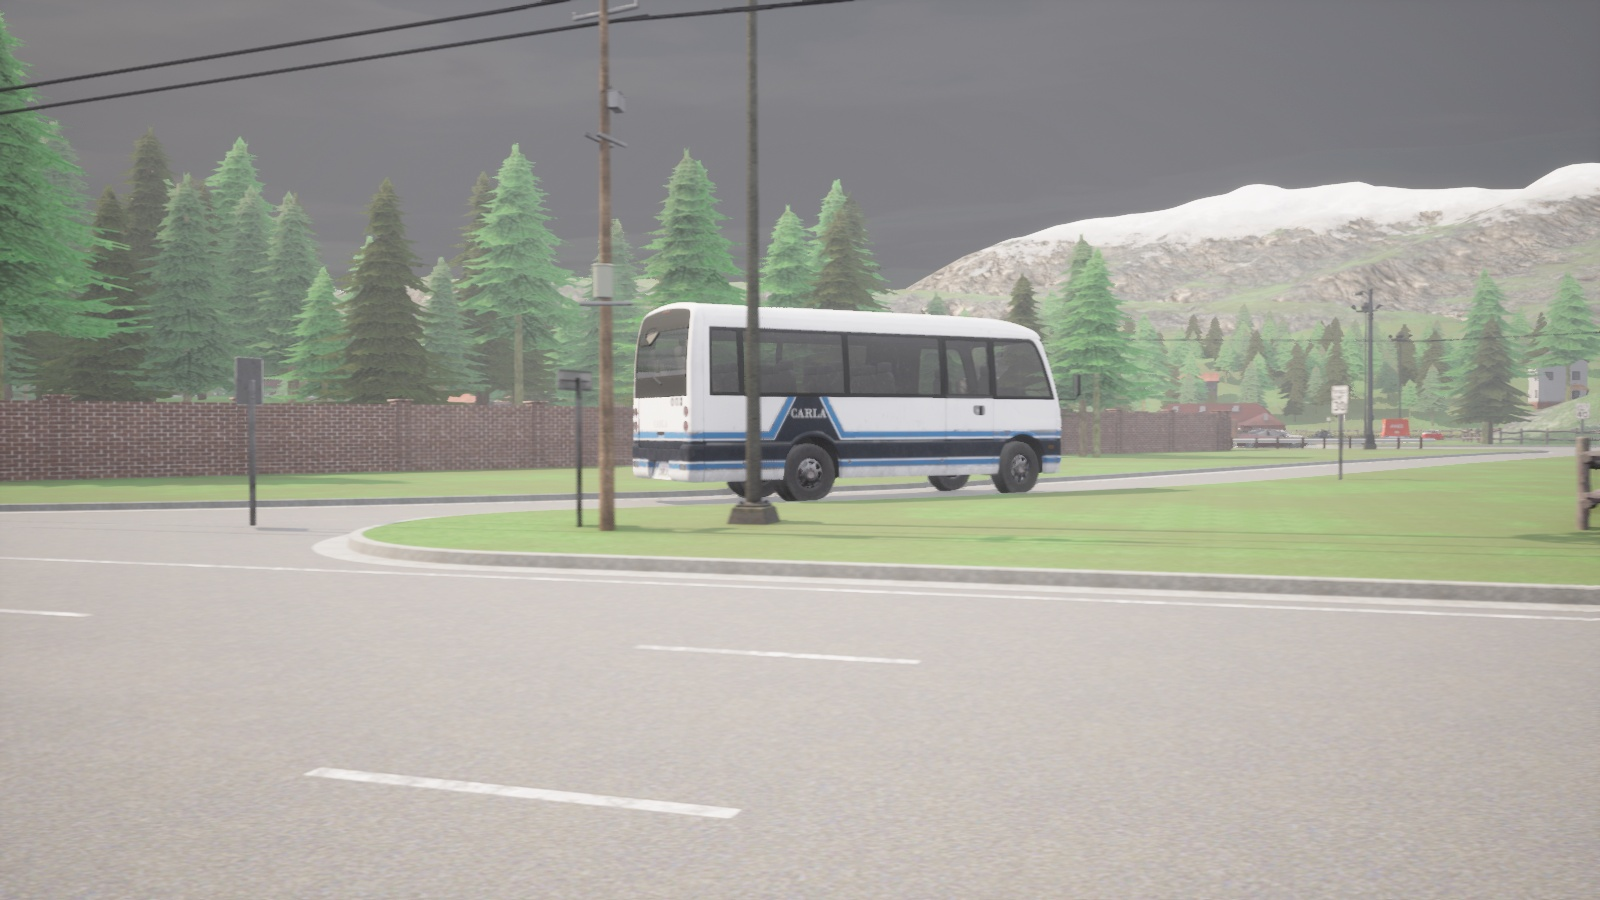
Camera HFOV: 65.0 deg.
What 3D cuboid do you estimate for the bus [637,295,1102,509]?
[{"bbox_3d":[1.769,-1.011,29.212,10.273,4.253,3.944,0,1,-30],"label":"bus"}]

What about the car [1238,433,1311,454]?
[{"bbox_3d":[33.831,-0.482,89.689,4.792,1.488,2.163,0,1,18],"label":"car"}]
